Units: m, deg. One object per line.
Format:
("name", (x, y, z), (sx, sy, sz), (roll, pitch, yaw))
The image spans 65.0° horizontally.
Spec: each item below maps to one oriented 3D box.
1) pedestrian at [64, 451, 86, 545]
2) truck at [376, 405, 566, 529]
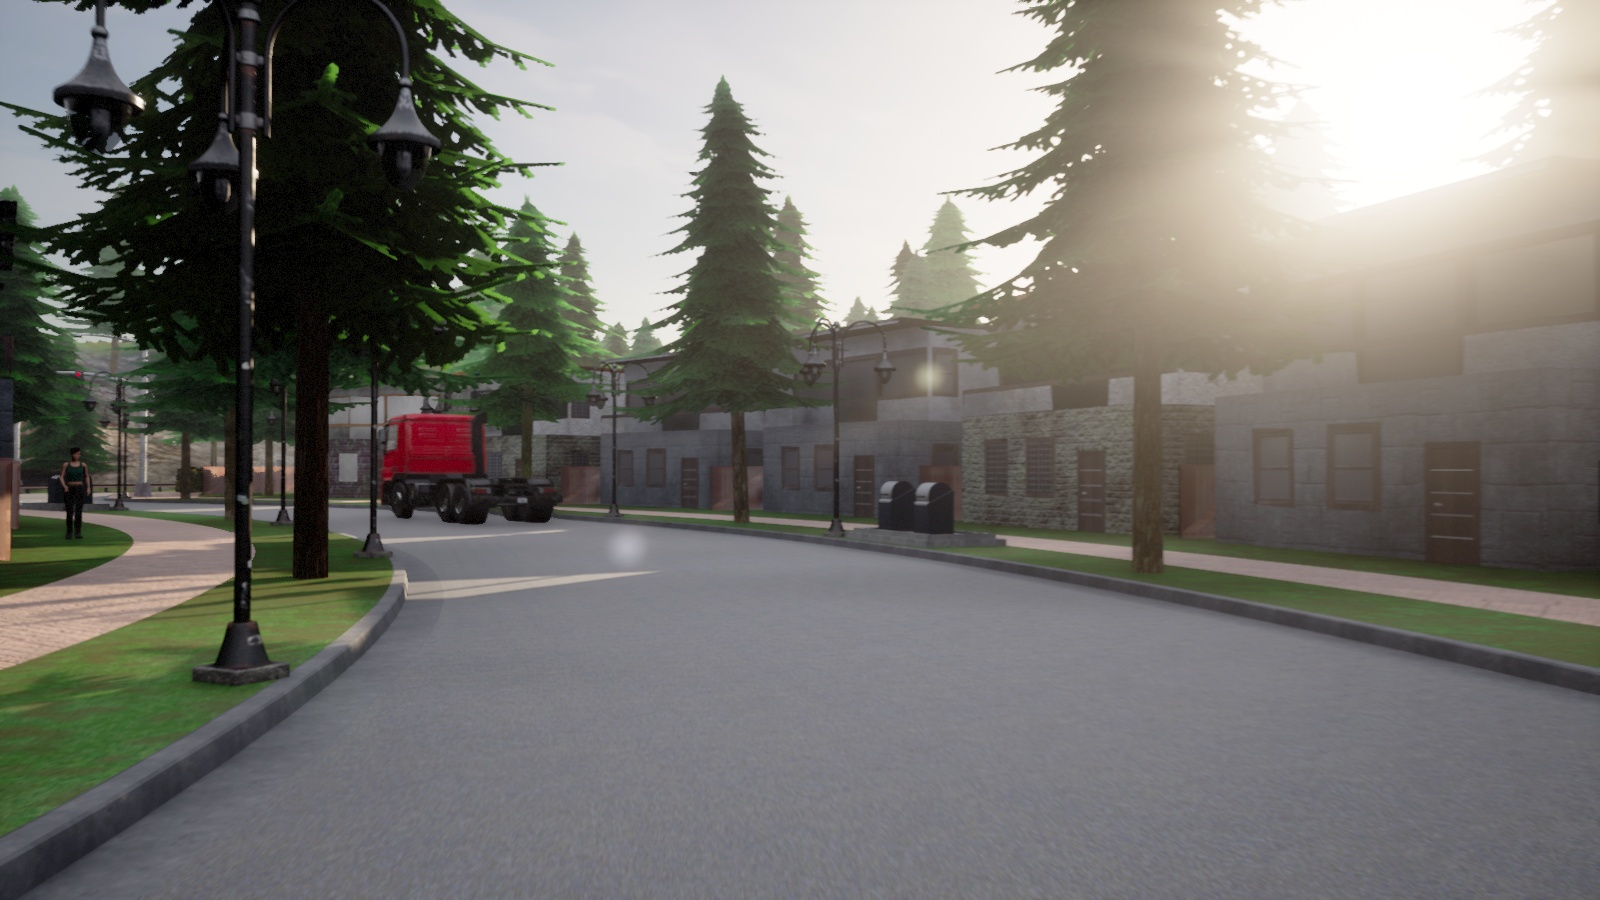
("pedestrian", (-14.413, 0.947, 24.954), (0.345, 1.836, 0.594), (0, -1, -32))
("truck", (-10.455, 0.541, 39.212), (2.891, 3.462, 7.936), (0, -1, -38))
